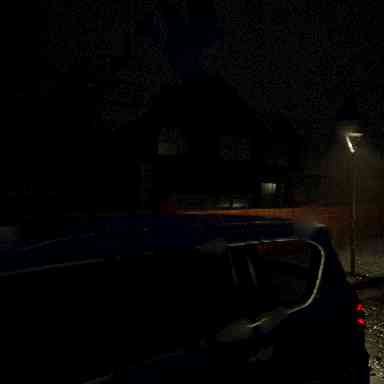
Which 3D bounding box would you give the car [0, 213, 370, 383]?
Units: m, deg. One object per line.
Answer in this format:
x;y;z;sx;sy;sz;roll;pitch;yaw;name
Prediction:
-1.007;1.223;2.283;5.566;2.045;2.150;1;0;-35;car
